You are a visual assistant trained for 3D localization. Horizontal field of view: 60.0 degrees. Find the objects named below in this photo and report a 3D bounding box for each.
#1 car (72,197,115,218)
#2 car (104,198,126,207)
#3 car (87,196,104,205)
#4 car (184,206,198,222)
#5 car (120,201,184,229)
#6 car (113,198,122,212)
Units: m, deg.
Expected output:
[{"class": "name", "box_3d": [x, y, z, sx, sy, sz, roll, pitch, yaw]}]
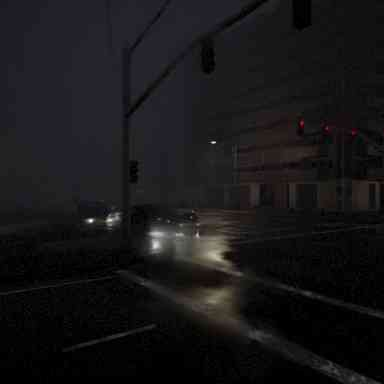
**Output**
[{"class": "car", "box_3d": [-9.450, 1.534, 31.651, 1.882, 1.535, 5.008, 0, 1, -35]}, {"class": "car", "box_3d": [-12.782, 1.656, 54.780, 1.895, 1.301, 4.718, 0, 0, -36]}, {"class": "car", "box_3d": [-18.061, 1.581, 62.202, 1.812, 1.442, 4.674, 0, 0, -34]}, {"class": "car", "box_3d": [-1.395, 1.581, 26.404, 1.812, 1.442, 4.674, 0, 0, -36]}, {"class": "car", "box_3d": [-2.849, 1.560, 22.379, 1.837, 1.490, 4.892, 0, 0, -35]}, {"class": "car", "box_3d": [-10.038, 1.546, 38.519, 2.128, 1.511, 4.902, 0, 0, -35]}]
